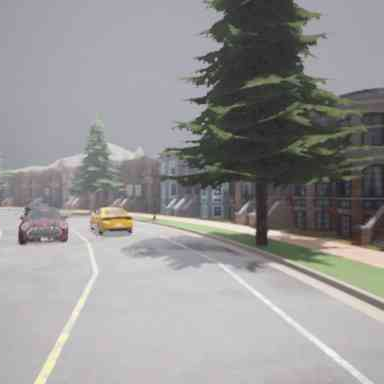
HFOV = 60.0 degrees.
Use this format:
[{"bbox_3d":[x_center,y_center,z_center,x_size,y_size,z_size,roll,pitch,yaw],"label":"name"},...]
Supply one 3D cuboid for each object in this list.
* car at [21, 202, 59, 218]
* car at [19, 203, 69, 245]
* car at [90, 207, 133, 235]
[{"bbox_3d":[-16.612,1.909,36.166,4.902,1.511,2.128,-1,-1,45],"label":"car"},{"bbox_3d":[-7.465,1.546,16.860,2.097,1.767,4.553,0,-1,-24],"label":"car"},{"bbox_3d":[-5.075,1.695,20.601,1.882,1.535,5.008,0,-1,-25],"label":"car"}]
